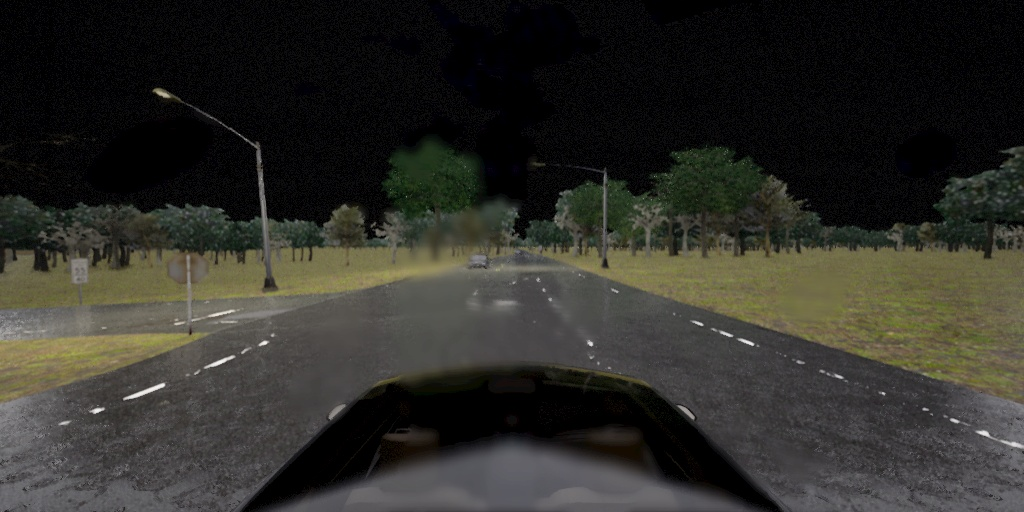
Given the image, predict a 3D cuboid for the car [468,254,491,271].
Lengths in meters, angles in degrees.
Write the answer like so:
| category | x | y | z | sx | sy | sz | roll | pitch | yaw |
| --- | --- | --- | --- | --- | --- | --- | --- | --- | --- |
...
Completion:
| category | x | y | z | sx | sy | sz | roll | pitch | yaw |
| --- | --- | --- | --- | --- | --- | --- | --- | --- | --- |
| car | -3.148 | 0.616 | 35.660 | 1.837 | 1.490 | 4.892 | 0 | 1 | 1 |
